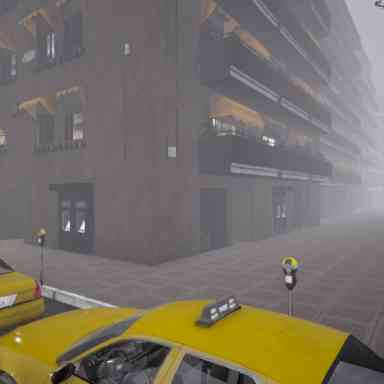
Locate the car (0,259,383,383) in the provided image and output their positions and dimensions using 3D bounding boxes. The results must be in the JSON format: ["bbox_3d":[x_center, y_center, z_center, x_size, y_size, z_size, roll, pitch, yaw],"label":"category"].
[{"bbox_3d":[-0.003,1.526,2.728,4.829,1.417,1.752,0,0,36],"label":"car"}]

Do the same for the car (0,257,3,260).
[{"bbox_3d":[-4.591,1.527,6.009,4.829,1.417,1.752,0,0,36],"label":"car"}]
